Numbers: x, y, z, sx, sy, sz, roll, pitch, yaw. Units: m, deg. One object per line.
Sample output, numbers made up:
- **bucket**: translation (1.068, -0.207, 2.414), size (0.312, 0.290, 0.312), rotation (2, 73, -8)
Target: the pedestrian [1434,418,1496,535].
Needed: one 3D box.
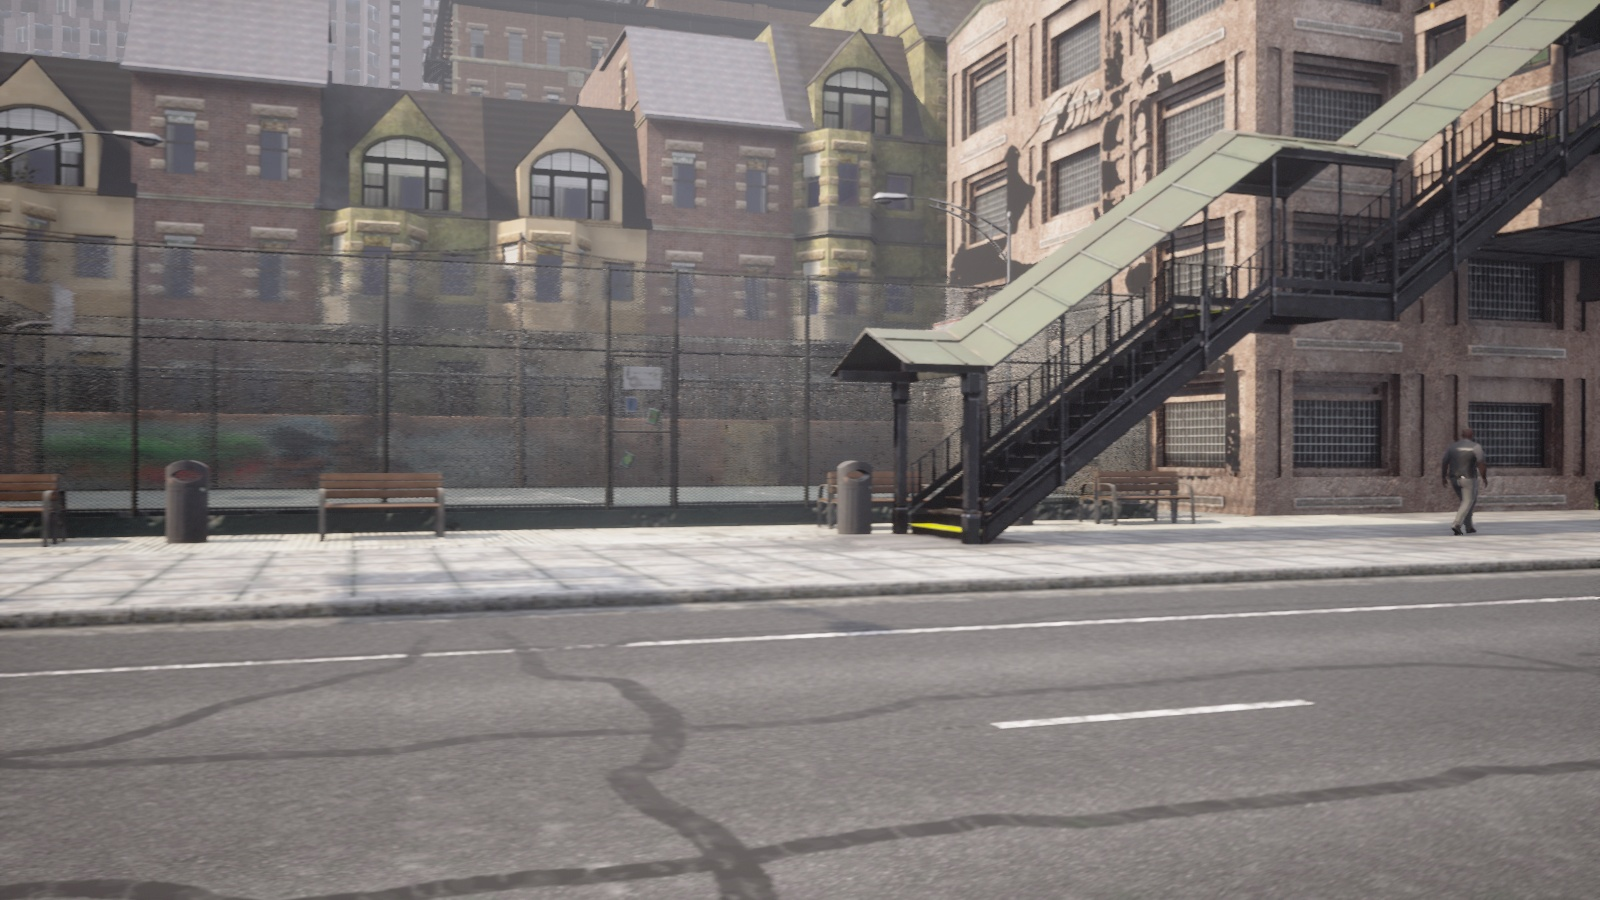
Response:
- **pedestrian**: translation (10.985, 0.429, 20.750), size (0.849, 1.883, 0.563), rotation (0, 0, -33)
